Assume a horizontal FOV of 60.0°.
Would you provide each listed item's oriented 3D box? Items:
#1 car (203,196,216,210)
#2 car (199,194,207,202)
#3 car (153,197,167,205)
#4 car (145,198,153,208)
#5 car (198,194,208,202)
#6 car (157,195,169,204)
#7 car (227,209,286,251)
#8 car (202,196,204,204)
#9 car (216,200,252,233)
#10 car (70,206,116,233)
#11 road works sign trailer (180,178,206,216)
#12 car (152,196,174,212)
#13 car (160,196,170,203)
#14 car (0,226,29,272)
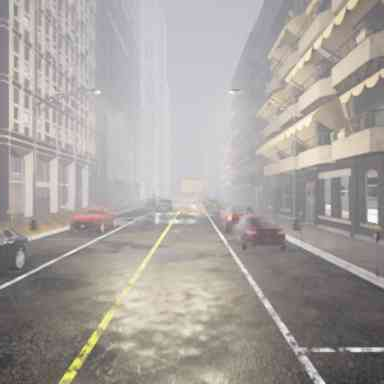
[{"bbox_3d":[2.701,1.533,42.276,1.752,1.417,4.829,0,0,0],"label":"car"},{"bbox_3d":[2.704,1.568,59.052,2.008,1.369,4.403,0,0,0],"label":"car"},{"bbox_3d":[-5.676,1.567,59.053,2.008,1.369,4.403,0,0,0],"label":"car"},{"bbox_3d":[-5.679,1.575,47.756,1.947,1.339,4.313,0,0,0],"label":"car"},{"bbox_3d":[2.709,1.352,81.646,2.192,1.841,5.009,0,0,0],"label":"car"},{"bbox_3d":[-5.676,1.461,64.703,1.967,1.590,4.097,0,0,0],"label":"car"},{"bbox_3d":[2.695,1.582,13.864,1.802,1.307,4.206,0,0,0],"label":"car"},{"bbox_3d":[2.702,1.576,47.755,1.947,1.339,4.313,0,0,0],"label":"car"},{"bbox_3d":[2.696,1.441,19.512,1.967,1.590,4.097,0,0,0],"label":"car"},{"bbox_3d":[-5.684,1.545,19.514,1.887,1.381,4.507,0,0,0],"label":"car"},{"bbox_3d":[0.007,0.468,32.169,2.380,3.560,2.880,0,0,0],"label":"road works sign trailer"},{"bbox_3d":[-3.082,1.531,38.068,1.812,1.442,4.674,0,0,0],"label":"car"},{"bbox_3d":[-5.674,1.551,70.180,1.752,1.417,4.829,0,0,0],"label":"car"},{"bbox_3d":[-5.686,1.550,8.216,2.008,1.369,4.403,0,0,0],"label":"car"}]
